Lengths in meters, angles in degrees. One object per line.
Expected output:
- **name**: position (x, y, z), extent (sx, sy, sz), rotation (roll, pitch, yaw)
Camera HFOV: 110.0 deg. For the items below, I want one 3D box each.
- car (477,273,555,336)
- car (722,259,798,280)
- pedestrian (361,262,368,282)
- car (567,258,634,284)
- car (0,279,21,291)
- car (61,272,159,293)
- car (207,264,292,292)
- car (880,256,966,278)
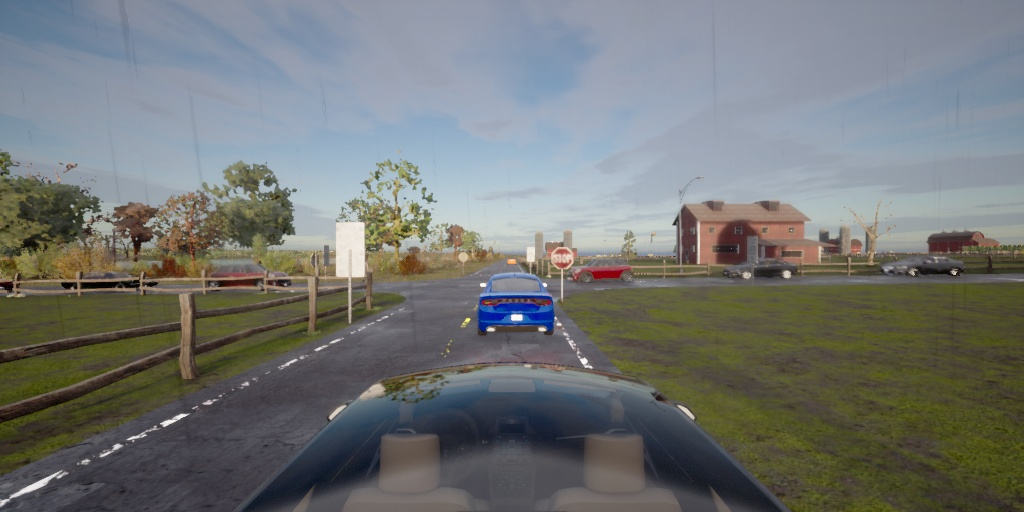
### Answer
- **car**: position (0.062, 1.226, 10.486), extent (1.882, 1.535, 5.008), rotation (0, 0, -1)
- **car**: position (18.035, 0.959, 26.211), extent (4.892, 1.490, 1.837), rotation (-2, 0, 0)
- **pedestrian**: position (-12.175, 1.162, 29.453), extent (0.375, 1.860, 0.375), rotation (0, 1, 0)
- **car**: position (6.232, 0.984, 25.579), extent (4.553, 1.767, 2.097), rotation (-1, 1, -9)
- **car**: position (-36.262, 1.838, 24.150), extent (4.718, 1.301, 1.895), rotation (-1, 0, 6)
- **car**: position (-26.380, 1.706, 23.675), extent (4.718, 1.301, 1.895), rotation (-1, 0, 1)
- **car**: position (-17.098, 1.330, 23.533), extent (4.553, 1.767, 2.097), rotation (-1, 0, 1)
- **car**: position (29.804, 0.775, 26.120), extent (4.902, 1.511, 2.128), rotation (-1, 0, 1)
